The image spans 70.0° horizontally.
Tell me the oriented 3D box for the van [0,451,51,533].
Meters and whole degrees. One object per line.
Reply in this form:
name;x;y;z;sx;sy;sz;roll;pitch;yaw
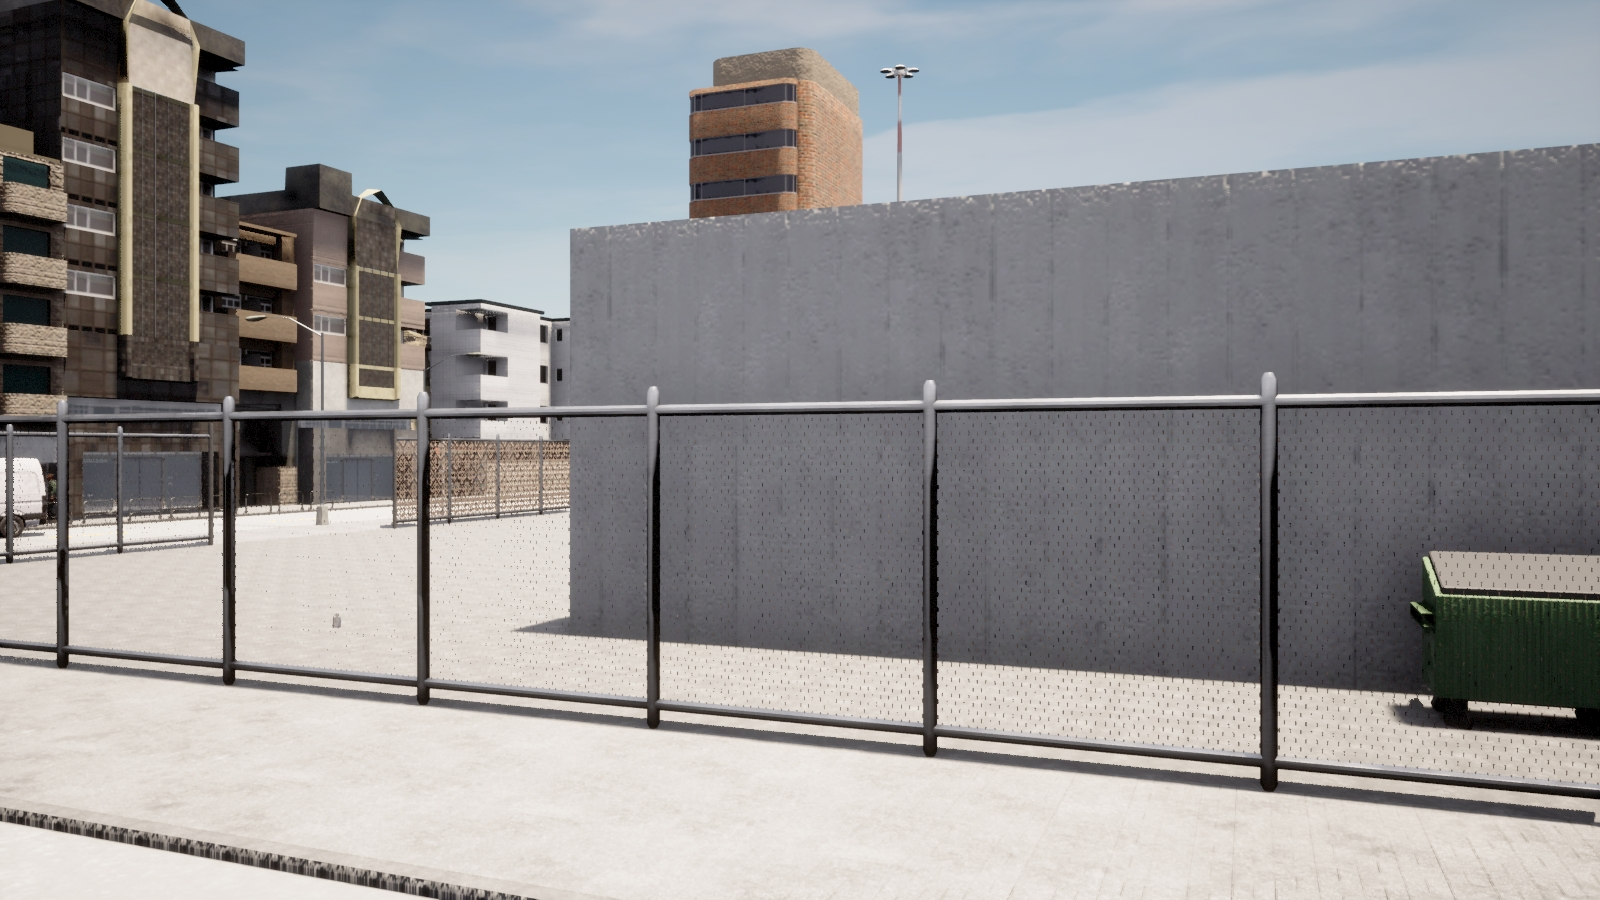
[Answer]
van;-26.517;1.314;35.024;1.988;2.561;5.915;0;0;21

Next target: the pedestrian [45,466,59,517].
pedestrian;-27.480;1.523;41.996;0.375;1.860;0.375;0;0;-43
